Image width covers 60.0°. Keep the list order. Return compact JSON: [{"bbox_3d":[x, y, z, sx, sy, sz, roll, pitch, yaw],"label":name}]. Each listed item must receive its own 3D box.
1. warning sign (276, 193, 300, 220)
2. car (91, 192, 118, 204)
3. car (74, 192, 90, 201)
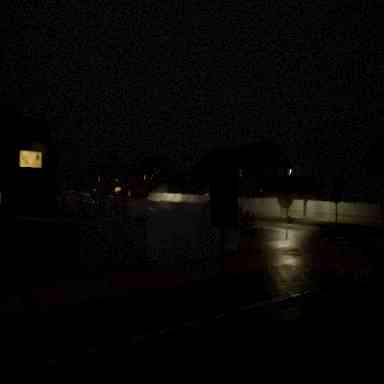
[{"bbox_3d":[6.934,0.987,23.976,1.300,1.860,1.060,0,0,-36],"label":"warning sign"},{"bbox_3d":[-11.759,0.711,45.642,2.097,1.767,4.553,1,0,-35],"label":"car"},{"bbox_3d":[-17.683,0.766,53.750,2.033,1.411,5.357,1,0,-36],"label":"car"}]
